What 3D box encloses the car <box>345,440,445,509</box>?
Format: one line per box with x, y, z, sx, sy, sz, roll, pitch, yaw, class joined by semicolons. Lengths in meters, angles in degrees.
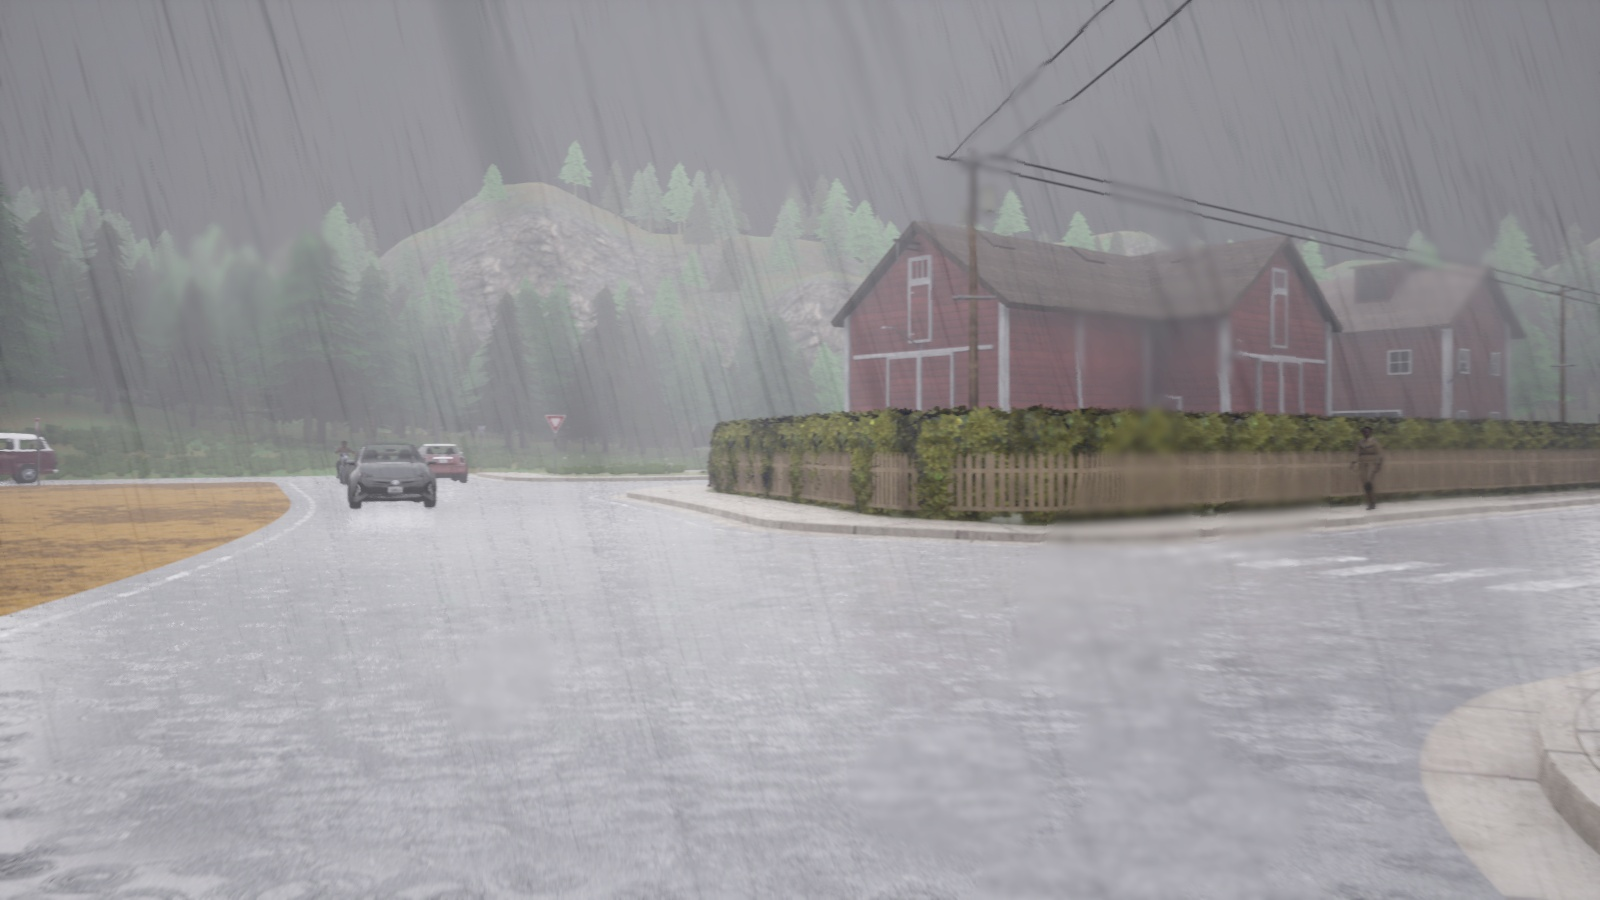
-9.753;0.519;30.017;2.007;1.525;4.514;0;0;-21;car

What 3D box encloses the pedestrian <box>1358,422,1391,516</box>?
11.967;0.384;26.143;0.692;1.930;0.396;0;0;-44;pedestrian

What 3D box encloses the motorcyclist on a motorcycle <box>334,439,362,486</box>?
-16.374;0.430;45.468;0.766;1.649;2.350;0;1;-24;motorcyclist on a motorcycle

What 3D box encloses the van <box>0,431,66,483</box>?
-31.569;0.269;49.284;4.480;2.038;2.069;0;0;-40;van

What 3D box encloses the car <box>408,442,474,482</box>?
-13.855;0.433;48.334;1.970;1.475;3.806;0;0;-23;car
